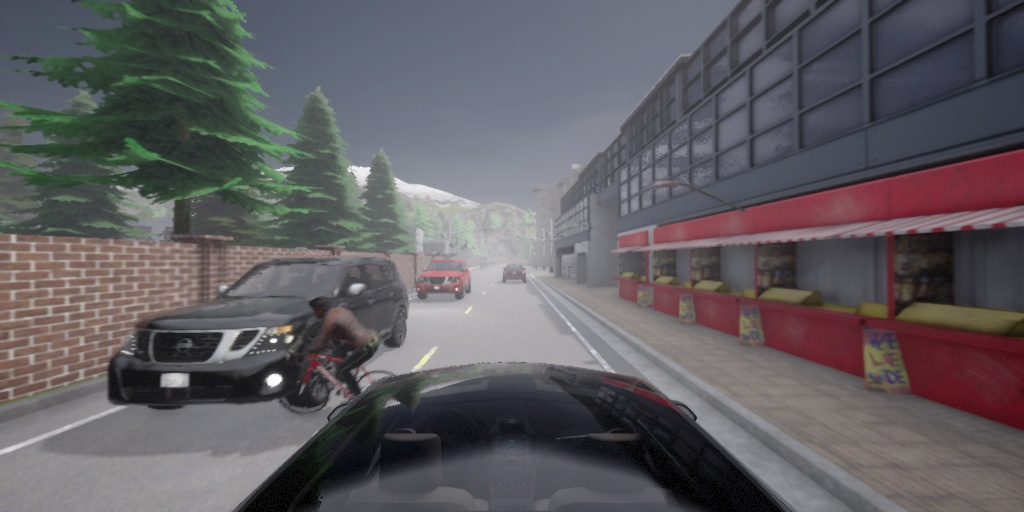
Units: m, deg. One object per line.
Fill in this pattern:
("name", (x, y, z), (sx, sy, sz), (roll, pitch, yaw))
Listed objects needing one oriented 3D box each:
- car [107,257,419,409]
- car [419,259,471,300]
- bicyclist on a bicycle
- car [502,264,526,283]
("car", (-3.597, 1.029, 6.612), (2.150, 2.045, 5.566), (-1, -1, 0))
("car", (-3.533, 1.190, 19.685), (2.150, 2.045, 5.566), (0, -1, 0))
("bicyclist on a bicycle", (-2.098, 1.263, 4.357), (1.656, 1.620, 0.582), (2, 15, -2))
("car", (0.204, 1.478, 32.890), (2.097, 1.767, 4.553), (0, -1, 0))
